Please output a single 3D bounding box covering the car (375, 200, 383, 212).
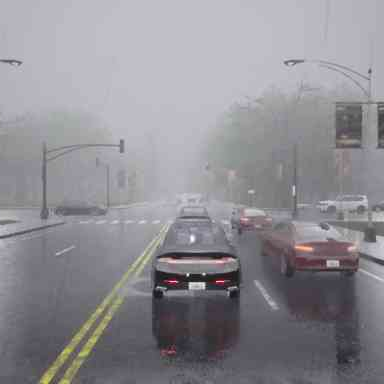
[{"bbox_3d":[23.945,1.695,40.874,5.008,1.535,1.882,0,0,0],"label":"car"}]

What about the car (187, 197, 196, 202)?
[{"bbox_3d":[-0.107,1.893,82.514,1.882,1.535,5.008,0,-1,0],"label":"car"}]

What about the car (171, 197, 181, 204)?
[{"bbox_3d":[-3.343,1.850,71.289,1.994,1.385,4.181,0,-1,0],"label":"car"}]

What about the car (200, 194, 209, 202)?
[{"bbox_3d":[3.143,1.642,82.584,2.150,2.045,5.566,0,-1,0],"label":"car"}]

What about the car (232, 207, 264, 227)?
[{"bbox_3d":[3.336,1.555,18.997,1.812,1.442,4.674,0,0,1],"label":"car"}]

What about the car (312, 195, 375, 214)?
[{"bbox_3d":[17.058,1.399,37.567,5.566,2.045,2.150,0,0,-1],"label":"car"}]

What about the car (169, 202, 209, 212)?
[{"bbox_3d":[0.078,1.517,17.879,2.128,1.511,4.902,0,0,0],"label":"car"}]

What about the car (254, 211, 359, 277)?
[{"bbox_3d":[3.333,1.533,10.189,1.812,1.442,4.674,0,0,0],"label":"car"}]

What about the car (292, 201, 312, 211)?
[{"bbox_3d":[14.813,1.772,40.790,4.718,1.301,1.895,0,0,0],"label":"car"}]

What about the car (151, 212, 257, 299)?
[{"bbox_3d":[0.089,1.496,8.471,2.128,1.511,4.902,0,0,0],"label":"car"}]

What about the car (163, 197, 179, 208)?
[{"bbox_3d":[-3.411,1.760,52.026,1.895,1.301,4.718,0,0,0],"label":"car"}]

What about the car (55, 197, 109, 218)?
[{"bbox_3d":[-10.043,1.392,30.643,4.553,1.767,2.097,0,0,-1],"label":"car"}]

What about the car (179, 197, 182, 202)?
[{"bbox_3d":[-3.395,1.705,61.378,2.128,1.511,4.902,0,0,1],"label":"car"}]

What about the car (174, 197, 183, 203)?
[{"bbox_3d":[-3.357,1.945,81.766,2.033,1.411,5.357,0,-1,0],"label":"car"}]

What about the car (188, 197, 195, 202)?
[{"bbox_3d":[-0.122,1.965,92.967,1.994,1.385,4.181,0,-1,0],"label":"car"}]
